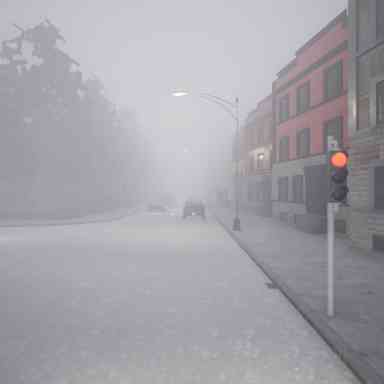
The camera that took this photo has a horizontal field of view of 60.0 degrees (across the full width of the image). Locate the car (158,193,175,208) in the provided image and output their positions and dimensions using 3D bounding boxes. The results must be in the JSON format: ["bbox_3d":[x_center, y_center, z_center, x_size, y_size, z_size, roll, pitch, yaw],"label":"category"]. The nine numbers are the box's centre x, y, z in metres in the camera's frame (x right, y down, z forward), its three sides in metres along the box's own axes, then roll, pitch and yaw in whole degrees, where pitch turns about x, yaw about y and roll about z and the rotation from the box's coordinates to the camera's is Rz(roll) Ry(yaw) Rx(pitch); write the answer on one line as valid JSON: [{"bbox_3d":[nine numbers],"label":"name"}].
[{"bbox_3d":[-4.088,1.221,49.539,2.150,2.045,5.566,0,0,0],"label":"car"}]

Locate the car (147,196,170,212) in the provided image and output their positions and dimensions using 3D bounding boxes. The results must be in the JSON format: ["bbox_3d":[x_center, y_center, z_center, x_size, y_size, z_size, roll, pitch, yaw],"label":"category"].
[{"bbox_3d":[-4.095,1.547,39.352,2.033,1.411,5.357,0,0,0],"label":"car"}]

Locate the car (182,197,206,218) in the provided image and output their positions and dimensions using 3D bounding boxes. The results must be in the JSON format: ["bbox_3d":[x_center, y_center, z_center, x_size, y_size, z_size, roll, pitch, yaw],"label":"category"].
[{"bbox_3d":[0.150,1.505,29.670,1.837,1.490,4.892,0,0,0],"label":"car"}]

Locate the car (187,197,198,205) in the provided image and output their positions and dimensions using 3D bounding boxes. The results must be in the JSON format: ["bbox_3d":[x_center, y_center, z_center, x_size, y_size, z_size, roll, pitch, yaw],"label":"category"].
[{"bbox_3d":[0.109,1.564,59.231,1.994,1.385,4.181,0,0,0],"label":"car"}]
